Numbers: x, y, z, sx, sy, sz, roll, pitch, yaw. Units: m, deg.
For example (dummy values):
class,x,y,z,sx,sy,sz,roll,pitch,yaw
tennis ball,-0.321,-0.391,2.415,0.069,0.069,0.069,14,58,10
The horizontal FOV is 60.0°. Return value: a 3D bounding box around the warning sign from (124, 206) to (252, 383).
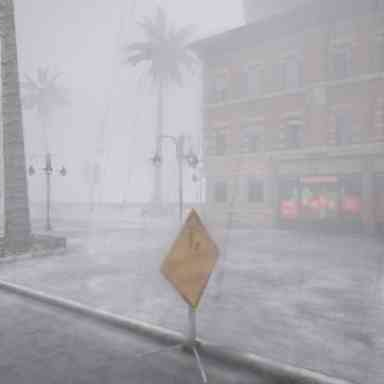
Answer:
class,x,y,z,sx,sy,sz,roll,pitch,yaw
warning sign,-0.009,1.142,4.243,1.060,1.860,1.300,-1,0,35
